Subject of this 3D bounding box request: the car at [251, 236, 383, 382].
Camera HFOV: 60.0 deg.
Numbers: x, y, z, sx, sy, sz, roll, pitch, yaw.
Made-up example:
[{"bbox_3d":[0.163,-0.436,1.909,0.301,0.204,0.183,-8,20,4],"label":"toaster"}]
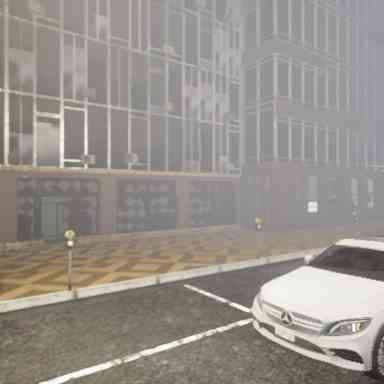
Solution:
[{"bbox_3d":[3.069,1.526,5.569,4.674,1.442,1.812,0,0,-36],"label":"car"}]
